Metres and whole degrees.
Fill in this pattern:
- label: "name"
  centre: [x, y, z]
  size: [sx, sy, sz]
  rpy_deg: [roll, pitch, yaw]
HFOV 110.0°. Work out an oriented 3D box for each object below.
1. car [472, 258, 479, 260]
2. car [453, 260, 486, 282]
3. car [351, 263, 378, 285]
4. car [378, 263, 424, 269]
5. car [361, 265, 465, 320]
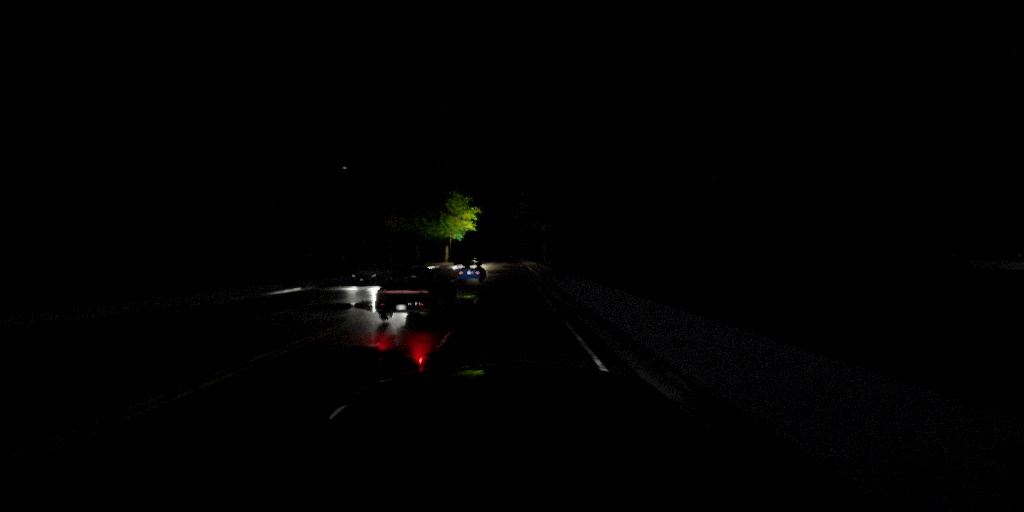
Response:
- label: "car"
  centre: [-6.507, 1.132, 64.849]
  size: [2.033, 1.411, 5.357]
  rpy_deg: [0, 0, 1]
- label: "car"
  centre: [-3.146, 1.284, 28.927]
  size: [2.033, 1.411, 5.357]
  rpy_deg: [0, 0, 0]
- label: "car"
  centre: [-9.855, 1.270, 25.828]
  size: [1.812, 1.442, 4.674]
  rpy_deg: [0, 0, 0]
- label: "car"
  centre: [-6.594, 1.240, 23.307]
  size: [2.128, 1.511, 4.902]
  rpy_deg: [0, 0, 0]
- label: "car"
  centre: [-3.154, 1.248, 12.647]
  size: [2.128, 1.511, 4.902]
  rpy_deg: [0, 0, 0]
